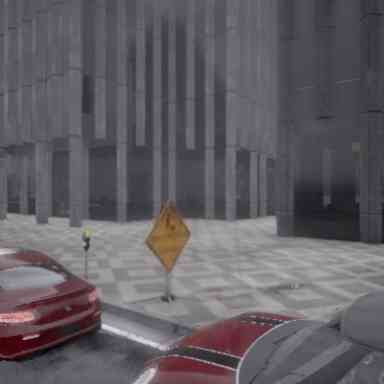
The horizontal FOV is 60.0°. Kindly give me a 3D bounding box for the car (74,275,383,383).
[{"bbox_3d":[1.369,1.440,2.105,4.097,1.590,1.967,0,0,36],"label":"car"}]

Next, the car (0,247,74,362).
[{"bbox_3d":[-3.223,1.572,5.382,4.206,1.307,1.802,0,0,36],"label":"car"}]

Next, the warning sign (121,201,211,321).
[{"bbox_3d":[-0.440,1.109,6.109,1.060,1.860,1.300,0,0,36],"label":"warning sign"}]
